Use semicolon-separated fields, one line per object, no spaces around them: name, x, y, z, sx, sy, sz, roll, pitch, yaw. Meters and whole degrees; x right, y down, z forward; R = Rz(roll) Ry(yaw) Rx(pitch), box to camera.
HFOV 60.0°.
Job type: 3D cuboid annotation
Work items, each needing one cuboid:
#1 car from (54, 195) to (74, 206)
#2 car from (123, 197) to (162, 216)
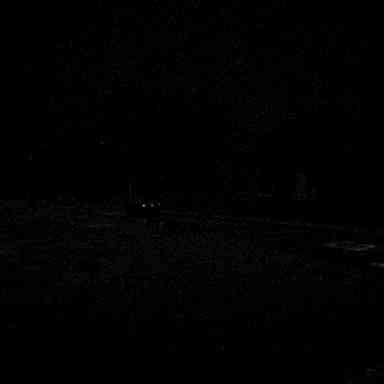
car;-20.439;1.266;53.007;2.097;1.767;4.553;-2;1;-35
car;-4.727;1.235;30.949;2.097;1.767;4.553;-2;1;-35
